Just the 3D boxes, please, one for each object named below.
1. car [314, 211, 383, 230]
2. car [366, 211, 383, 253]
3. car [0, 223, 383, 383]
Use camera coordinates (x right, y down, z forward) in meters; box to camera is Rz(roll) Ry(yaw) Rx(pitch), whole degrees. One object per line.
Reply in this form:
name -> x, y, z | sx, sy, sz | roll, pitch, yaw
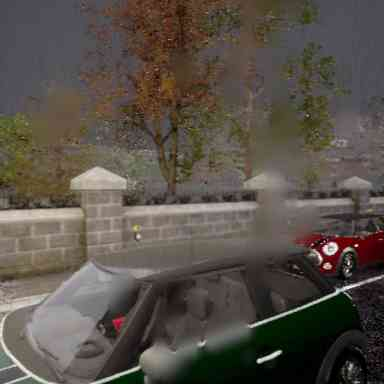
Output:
car -> 4.307, 1.381, 9.632 | 4.097, 1.590, 1.967 | 0, 0, -35
car -> 8.815, 1.449, 12.845 | 4.507, 1.381, 1.887 | 0, 0, -35
car -> -0.412, 1.343, 3.073 | 4.553, 1.767, 2.097 | -1, 0, -35
